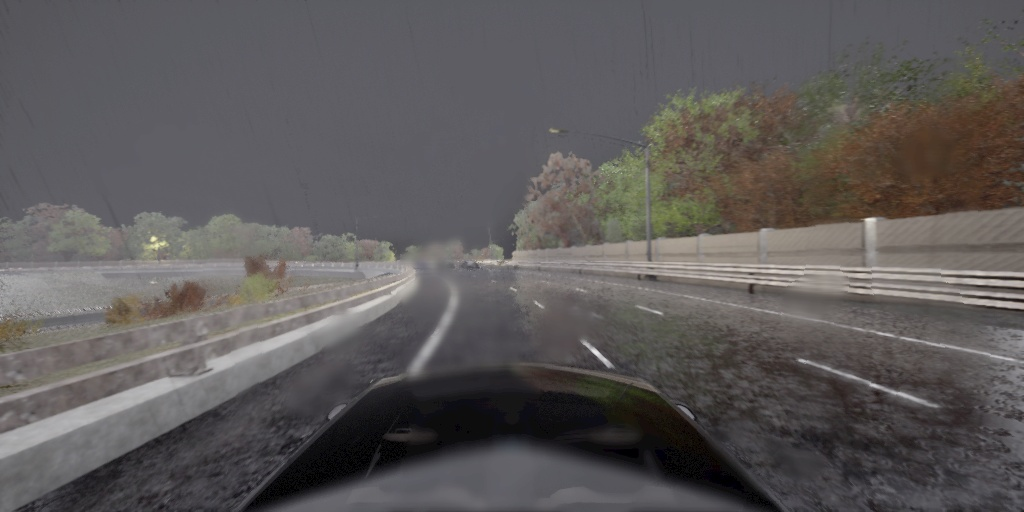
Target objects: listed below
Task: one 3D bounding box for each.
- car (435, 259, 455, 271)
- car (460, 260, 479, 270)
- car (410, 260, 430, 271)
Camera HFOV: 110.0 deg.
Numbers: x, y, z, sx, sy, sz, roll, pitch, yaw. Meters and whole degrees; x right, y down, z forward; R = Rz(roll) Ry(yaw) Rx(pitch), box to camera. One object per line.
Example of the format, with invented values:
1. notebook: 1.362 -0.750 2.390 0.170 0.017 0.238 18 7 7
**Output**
1. car: -10.532 1.329 56.164 2.097 1.767 4.553 -1 0 -29
2. car: -6.780 1.427 56.664 1.812 1.442 4.674 -1 0 -29
3. car: -14.491 1.408 56.067 2.097 1.767 4.553 -1 0 -30
